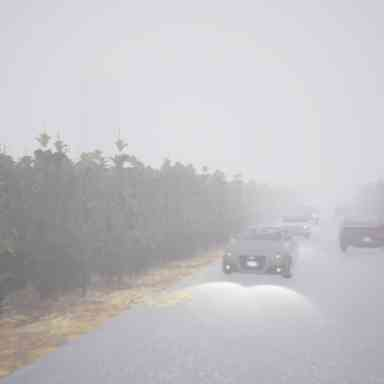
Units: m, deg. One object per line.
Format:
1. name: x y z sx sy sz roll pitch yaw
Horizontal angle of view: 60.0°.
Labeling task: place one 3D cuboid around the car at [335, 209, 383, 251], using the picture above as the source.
1. car: 7.853 1.770 15.446 1.882 1.535 5.008 -2 -2 22

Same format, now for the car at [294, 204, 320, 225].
1. car: 10.299 1.983 29.860 2.097 1.767 4.553 -2 -1 23

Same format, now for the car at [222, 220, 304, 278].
1. car: 2.442 1.858 11.136 1.994 1.385 4.181 -2 -2 23

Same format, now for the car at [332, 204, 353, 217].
1. car: 17.342 2.096 38.256 1.837 1.490 4.892 -2 0 23

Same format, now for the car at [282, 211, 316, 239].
1. car: 6.375 2.083 20.511 1.895 1.301 4.718 -2 -2 23
